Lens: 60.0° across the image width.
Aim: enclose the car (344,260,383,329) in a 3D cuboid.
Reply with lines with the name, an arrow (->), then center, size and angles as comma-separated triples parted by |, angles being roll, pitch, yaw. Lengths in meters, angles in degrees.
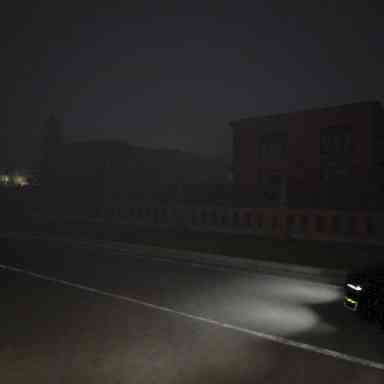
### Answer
car -> 4.875, 1.504, 4.814 | 4.892, 1.490, 1.837 | 0, 0, 35
